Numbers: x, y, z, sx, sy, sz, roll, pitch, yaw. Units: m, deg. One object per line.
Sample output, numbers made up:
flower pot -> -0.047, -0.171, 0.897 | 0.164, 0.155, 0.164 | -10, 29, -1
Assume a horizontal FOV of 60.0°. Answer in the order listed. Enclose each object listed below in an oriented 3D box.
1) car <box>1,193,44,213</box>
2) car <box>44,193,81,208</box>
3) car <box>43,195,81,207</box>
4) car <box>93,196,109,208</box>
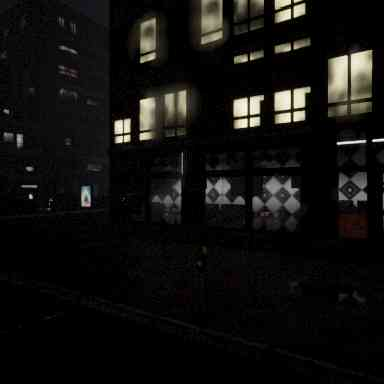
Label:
car -> -16.185, 1.029, 29.106 | 2.192, 1.841, 5.009 | 1, 2, 35
car -> -15.676, 0.883, 39.983 | 2.097, 1.767, 4.553 | 0, 1, 35
car -> -16.745, 1.074, 42.954 | 1.802, 1.307, 4.206 | 1, 2, 35
car -> -9.837, 1.072, 38.210 | 1.947, 1.339, 4.313 | 1, 2, 35
